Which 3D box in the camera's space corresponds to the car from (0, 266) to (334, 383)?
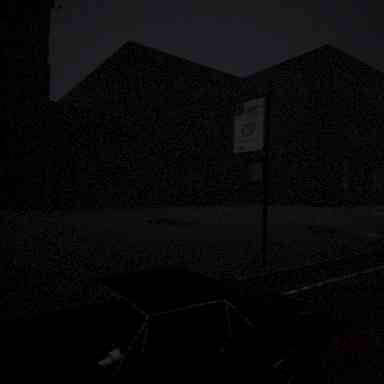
[{"bbox_3d":[-0.659,1.603,3.428,4.718,1.301,1.895,0,0,-36],"label":"car"}]
